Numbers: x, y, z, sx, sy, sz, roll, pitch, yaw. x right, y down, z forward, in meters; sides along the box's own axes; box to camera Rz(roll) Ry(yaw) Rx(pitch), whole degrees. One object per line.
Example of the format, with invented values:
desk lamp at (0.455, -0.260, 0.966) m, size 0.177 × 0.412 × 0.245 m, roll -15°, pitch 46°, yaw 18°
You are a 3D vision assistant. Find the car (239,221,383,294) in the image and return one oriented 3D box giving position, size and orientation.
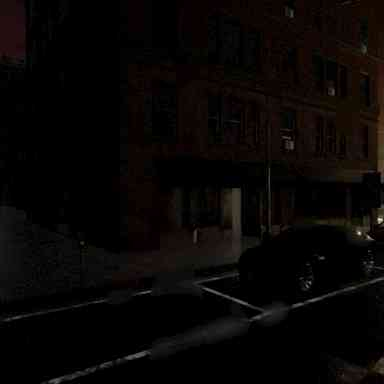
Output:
car at (3.185, 1.565, 8.816) m, size 4.313 × 1.339 × 1.947 m, roll 0°, pitch 0°, yaw -36°
